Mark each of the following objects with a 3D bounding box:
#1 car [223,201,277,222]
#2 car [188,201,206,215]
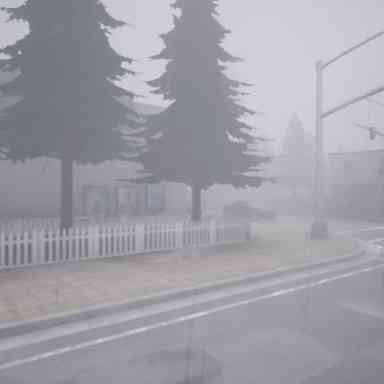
[{"bbox_3d":[4.630,1.475,26.932,1.882,1.535,5.008,0,0,-34],"label":"car"},{"bbox_3d":[-0.565,1.598,34.695,1.895,1.301,4.718,0,0,-34],"label":"car"}]
